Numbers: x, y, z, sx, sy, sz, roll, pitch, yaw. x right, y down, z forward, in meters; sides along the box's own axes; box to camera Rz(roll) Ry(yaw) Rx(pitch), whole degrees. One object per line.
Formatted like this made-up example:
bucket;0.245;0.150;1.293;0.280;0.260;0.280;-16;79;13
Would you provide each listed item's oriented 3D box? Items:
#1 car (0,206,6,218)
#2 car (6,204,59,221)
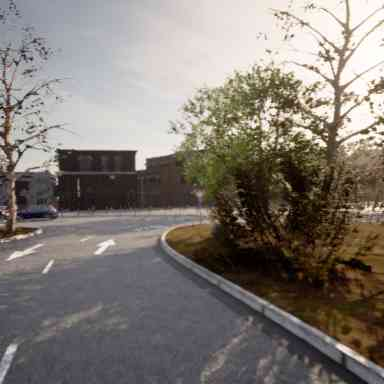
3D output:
car;-22.738;2.440;39.843;2.185;1.767;4.553;-2;0;-17
car;-17.146;2.200;36.337;4.553;1.767;2.097;-2;0;-4
